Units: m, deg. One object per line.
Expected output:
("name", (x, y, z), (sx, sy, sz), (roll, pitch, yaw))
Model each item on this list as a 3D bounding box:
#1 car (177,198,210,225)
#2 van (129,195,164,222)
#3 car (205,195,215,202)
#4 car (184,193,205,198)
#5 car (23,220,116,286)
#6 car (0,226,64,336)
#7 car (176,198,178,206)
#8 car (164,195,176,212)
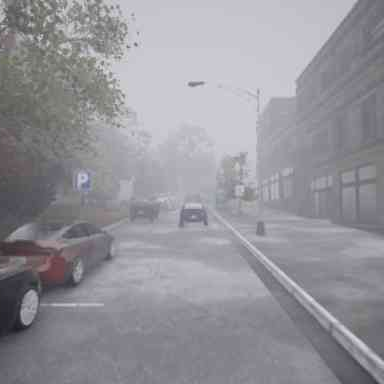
("car", (0.107, 1.465, 24.151), (1.882, 1.535, 5.008), (0, 0, 0))
("van", (-3.621, 1.234, 26.299), (1.878, 1.987, 4.442), (1, 1, 2))
("car", (3.428, 1.397, 70.511), (2.231, 1.521, 4.892), (-2, -1, 29))
("car", (0.190, 1.109, 42.308), (2.150, 2.045, 5.566), (0, 1, 1))
("car", (-3.645, 1.513, 9.495), (2.163, 1.488, 4.792), (0, 0, 2))
("car", (-3.643, 1.481, 3.888), (2.097, 1.535, 5.008), (0, 0, 2))
("car", (-3.150, 1.347, 48.963), (2.097, 1.535, 5.008), (0, 0, 2))
("car", (-3.395, 1.416, 37.552), (2.231, 1.521, 4.892), (0, 0, 2))
